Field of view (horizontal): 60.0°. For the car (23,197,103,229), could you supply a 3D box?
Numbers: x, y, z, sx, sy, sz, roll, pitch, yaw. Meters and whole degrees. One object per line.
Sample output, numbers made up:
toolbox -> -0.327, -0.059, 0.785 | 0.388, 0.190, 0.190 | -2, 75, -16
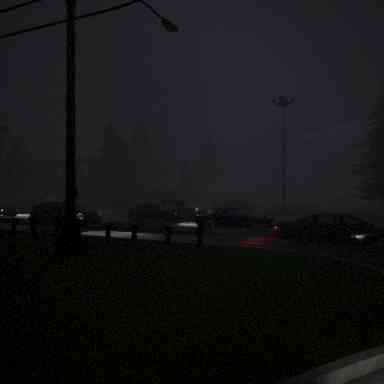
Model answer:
car -> -7.664, 1.358, 20.273 | 4.553, 1.767, 2.097 | 0, 0, 25

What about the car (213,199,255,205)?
car -> 5.099, 1.588, 39.356 | 5.357, 1.411, 2.033 | 0, 0, -16

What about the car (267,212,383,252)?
car -> 6.120, 1.568, 13.874 | 5.357, 1.411, 2.033 | 0, 0, 25

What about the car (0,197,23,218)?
car -> -17.216, 1.475, 28.564 | 5.008, 1.535, 1.882 | 0, 0, 25

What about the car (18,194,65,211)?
car -> -18.447, 1.229, 40.711 | 5.566, 2.045, 2.150 | 0, 0, 25

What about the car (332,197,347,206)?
car -> 25.291, 1.592, 57.048 | 1.837, 1.490, 4.892 | 2, 0, 18

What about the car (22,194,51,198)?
car -> -17.435, 1.356, 36.385 | 4.553, 1.767, 2.097 | 0, 0, 25

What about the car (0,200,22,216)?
car -> -19.419, 1.562, 33.446 | 4.181, 1.385, 1.994 | 0, 0, 25

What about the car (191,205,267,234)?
car -> 2.608, 1.621, 19.364 | 4.718, 1.301, 1.895 | 0, 0, 25

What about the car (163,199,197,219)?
car -> -1.046, 1.374, 28.776 | 4.553, 1.767, 2.097 | 0, 0, 25

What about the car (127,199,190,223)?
car -> -2.822, 1.543, 25.740 | 4.674, 1.442, 1.812 | 0, 0, 25
